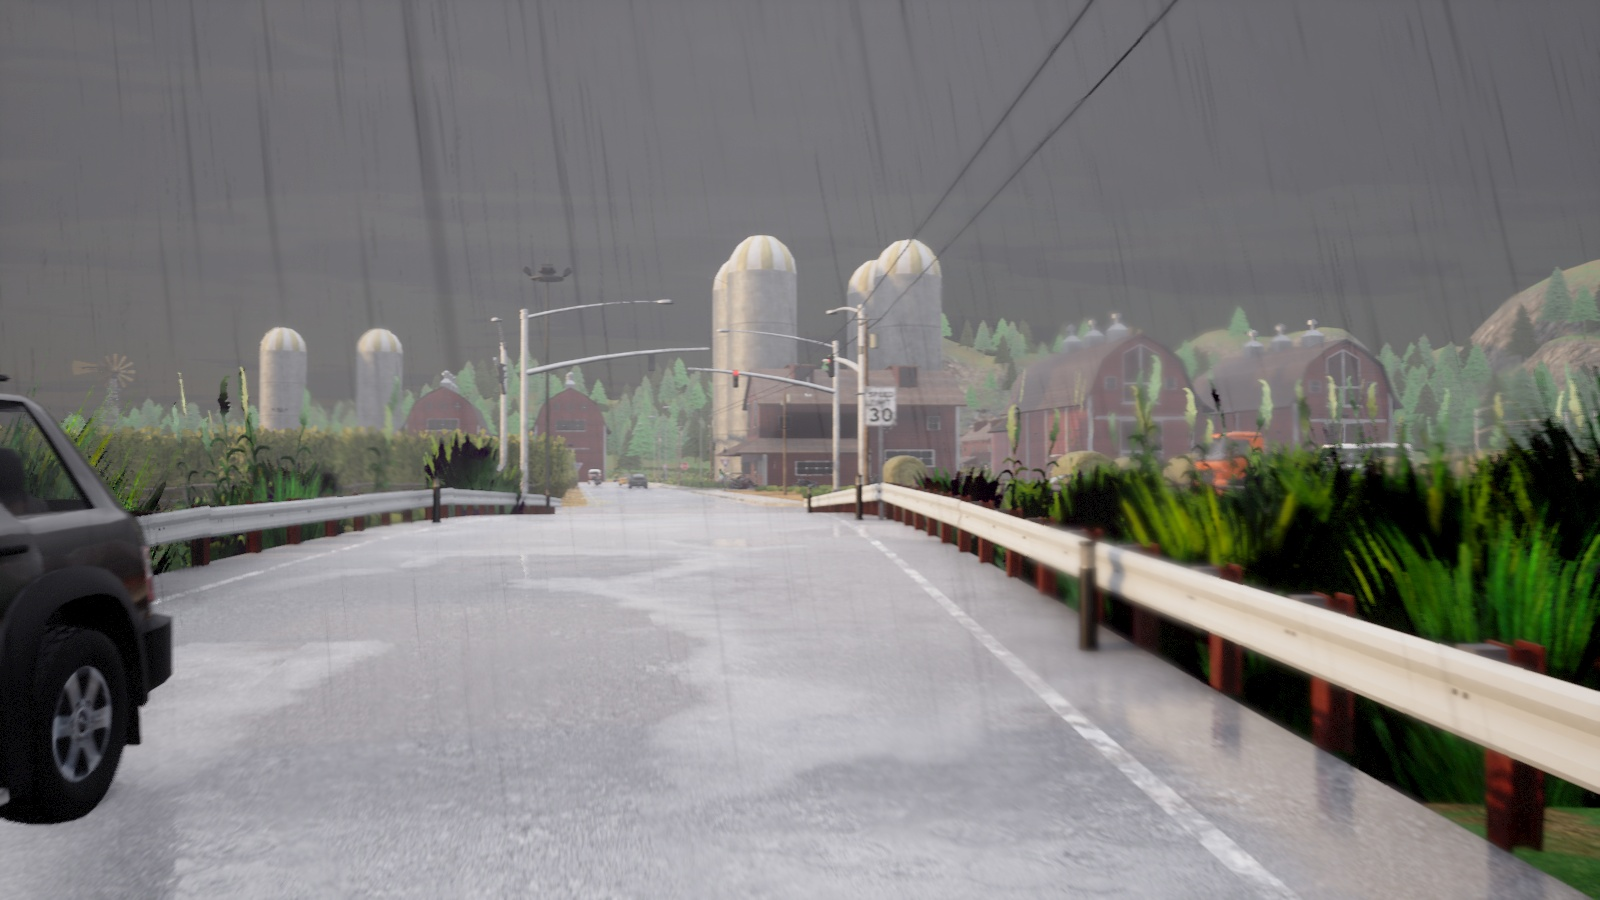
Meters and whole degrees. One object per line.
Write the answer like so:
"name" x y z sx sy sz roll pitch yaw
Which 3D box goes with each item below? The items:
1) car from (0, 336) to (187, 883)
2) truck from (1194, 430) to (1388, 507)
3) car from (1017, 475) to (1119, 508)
"car" -3.636 0.541 3.360 1.932 1.855 4.605 0 0 -3
"truck" 22.757 0.875 58.392 7.936 3.462 2.891 0 -1 -7
"car" 12.138 1.863 57.018 4.193 1.474 1.816 0 -1 -7
